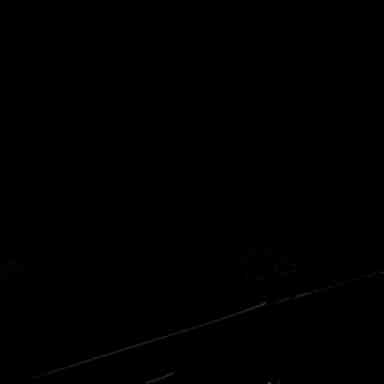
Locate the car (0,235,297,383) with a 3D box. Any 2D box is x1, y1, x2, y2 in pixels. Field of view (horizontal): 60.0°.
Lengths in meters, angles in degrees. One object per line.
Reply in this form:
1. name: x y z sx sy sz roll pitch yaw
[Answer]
1. car: -1.221 1.353 2.814 4.553 1.767 2.097 0 0 -36
